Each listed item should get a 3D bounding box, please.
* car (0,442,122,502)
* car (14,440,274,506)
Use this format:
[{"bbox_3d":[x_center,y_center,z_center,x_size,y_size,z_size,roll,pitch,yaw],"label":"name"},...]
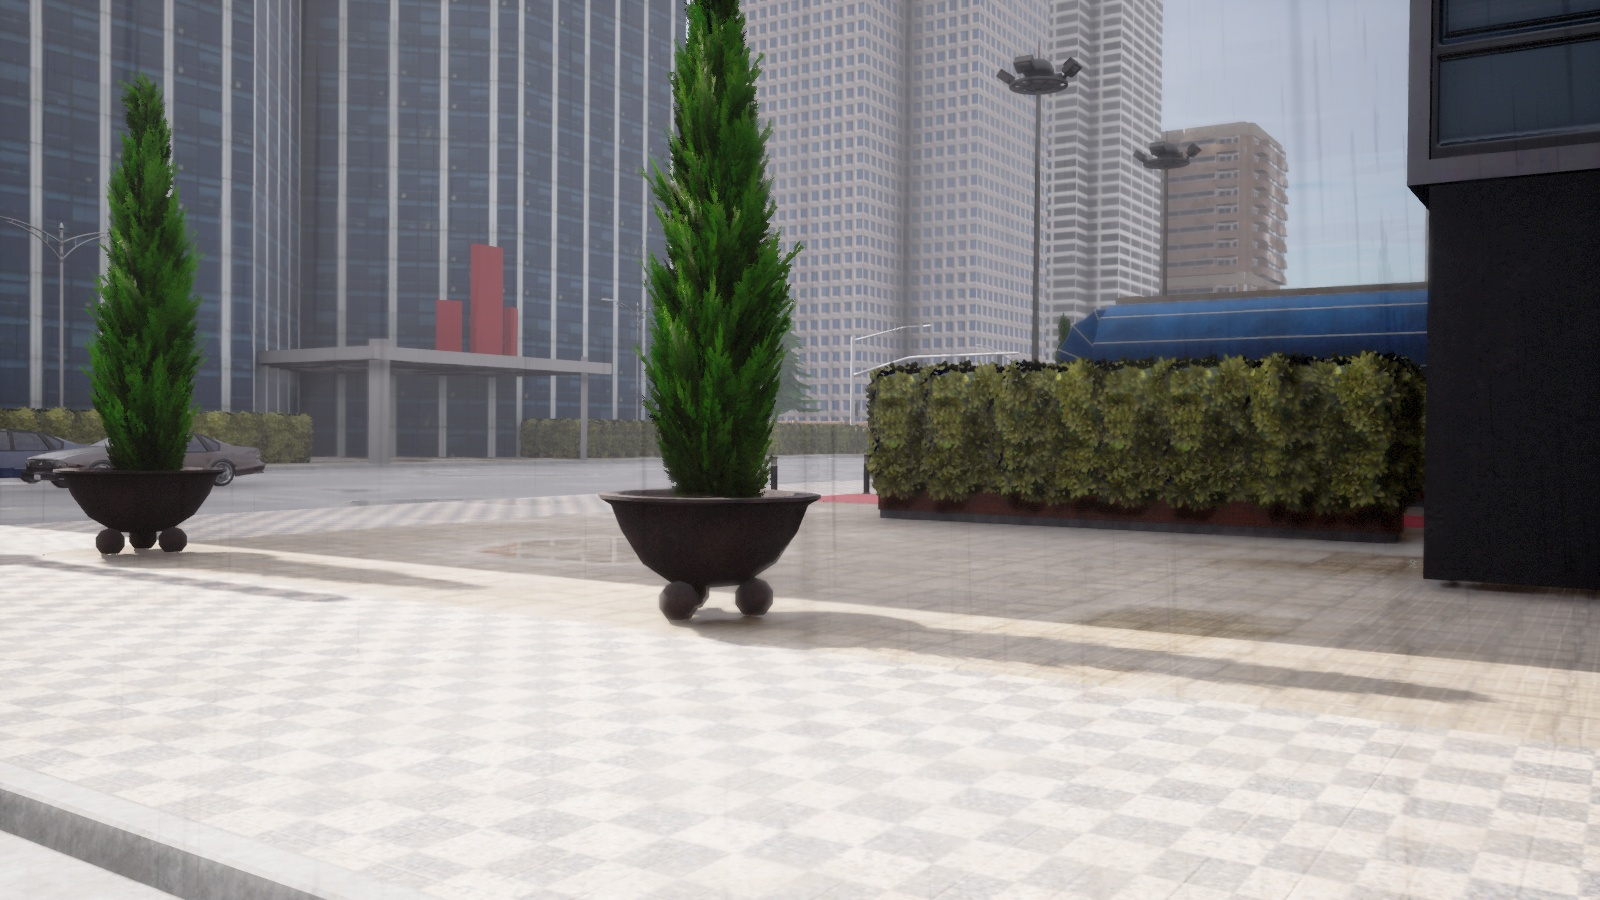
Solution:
[{"bbox_3d":[-20.038,0.535,31.129,2.033,1.411,5.357,0,1,33],"label":"car"},{"bbox_3d":[-15.983,0.501,30.944,2.033,1.411,5.357,0,1,33],"label":"car"}]
